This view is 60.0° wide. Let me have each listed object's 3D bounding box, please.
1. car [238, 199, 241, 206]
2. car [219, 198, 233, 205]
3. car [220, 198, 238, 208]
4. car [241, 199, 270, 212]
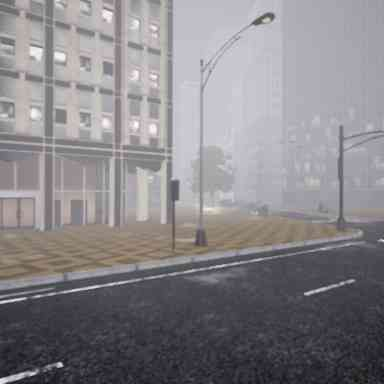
[{"bbox_3d":[8.980,2.110,65.086,2.128,1.511,4.902,0,-1,-8],"label":"car"},{"bbox_3d":[7.592,2.151,75.410,2.128,1.511,4.902,0,-1,-8],"label":"car"},{"bbox_3d":[6.463,2.045,60.935,1.882,1.535,5.008,0,-1,-7],"label":"car"},{"bbox_3d":[8.622,1.947,44.507,2.033,1.411,5.357,0,-1,-8],"label":"car"}]
